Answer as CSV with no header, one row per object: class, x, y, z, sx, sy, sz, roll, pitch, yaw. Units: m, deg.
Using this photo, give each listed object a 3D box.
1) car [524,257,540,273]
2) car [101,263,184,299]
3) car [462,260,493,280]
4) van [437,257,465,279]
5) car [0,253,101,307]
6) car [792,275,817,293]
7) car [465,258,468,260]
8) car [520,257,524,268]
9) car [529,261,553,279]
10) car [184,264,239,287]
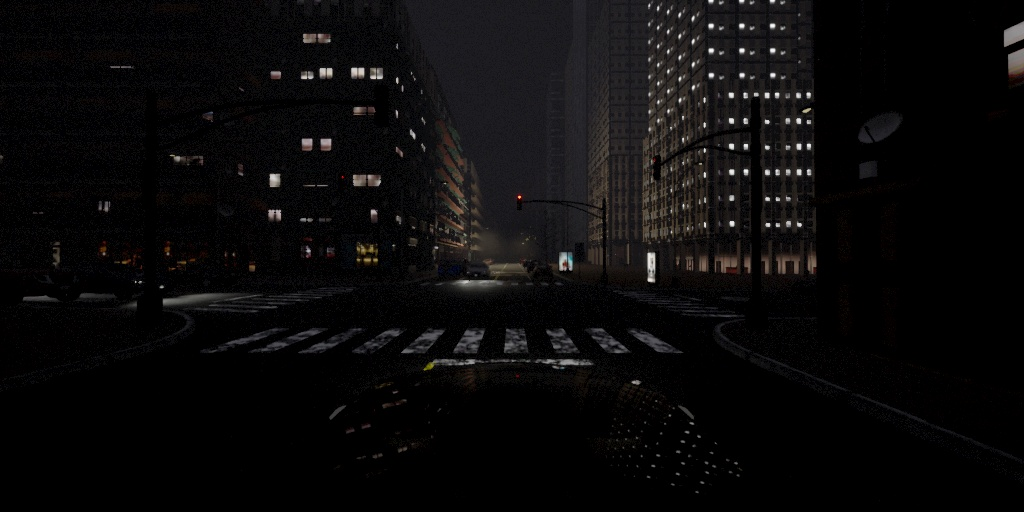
car,2.795,1.208,43.545,1.967,1.591,4.097,0,0,0
car,-17.582,1.033,15.610,4.674,1.442,1.812,1,0,0
car,-2.925,1.296,31.508,1.812,1.442,4.674,0,0,0
van,-5.613,1.102,32.511,1.690,1.789,3.998,0,0,0
car,-18.744,0.784,12.990,5.009,1.841,2.192,0,0,0
car,19.443,1.644,21.679,4.403,1.370,2.007,0,0,0
car,-5.600,1.079,38.039,2.192,1.841,5.009,0,0,0
car,2.836,1.221,60.127,1.967,1.591,4.097,0,0,0
car,2.768,1.343,32.489,1.802,1.307,4.207,0,0,0
car,-18.745,1.104,21.370,4.313,1.339,1.948,0,0,0
